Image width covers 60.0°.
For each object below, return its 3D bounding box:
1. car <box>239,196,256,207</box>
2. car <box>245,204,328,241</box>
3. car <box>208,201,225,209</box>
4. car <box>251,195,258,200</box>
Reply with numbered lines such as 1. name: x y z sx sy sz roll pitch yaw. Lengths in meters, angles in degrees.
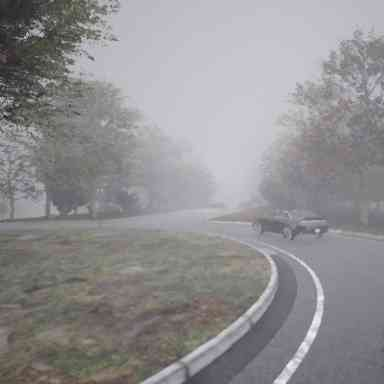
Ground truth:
1. car: 10.248 2.066 62.988 1.882 1.535 5.008 -1 -1 20
2. car: 5.050 1.625 17.764 2.128 1.511 4.902 0 -1 -19
3. car: 4.243 2.218 56.756 1.895 1.301 4.718 -1 -1 20
4. car: 14.323 1.715 74.686 2.150 2.045 5.566 -1 -1 19
